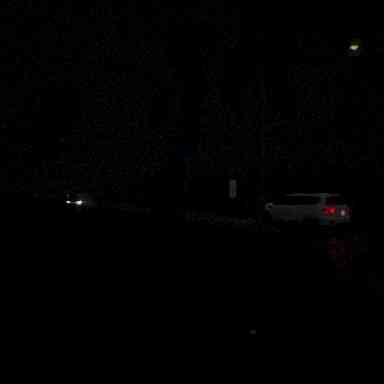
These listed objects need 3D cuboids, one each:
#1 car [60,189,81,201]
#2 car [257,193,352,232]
[{"bbox_3d":[-18.358,0.404,50.235,2.097,1.767,4.553,1,1,-35],"label":"car"},{"bbox_3d":[6.253,1.083,19.144,2.150,2.045,5.566,-1,1,-32],"label":"car"}]
